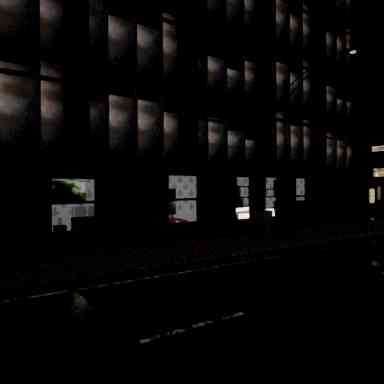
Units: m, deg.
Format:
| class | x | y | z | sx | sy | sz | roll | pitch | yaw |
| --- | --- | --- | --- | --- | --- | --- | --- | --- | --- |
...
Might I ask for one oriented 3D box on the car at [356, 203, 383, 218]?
| class | x | y | z | sx | sy | sz | roll | pitch | yaw |
| --- | --- | --- | --- | --- | --- | --- | --- | --- | --- |
| car | 17.017 | 1.815 | 33.517 | 2.033 | 1.411 | 5.357 | -1 | 0 | -36 |
